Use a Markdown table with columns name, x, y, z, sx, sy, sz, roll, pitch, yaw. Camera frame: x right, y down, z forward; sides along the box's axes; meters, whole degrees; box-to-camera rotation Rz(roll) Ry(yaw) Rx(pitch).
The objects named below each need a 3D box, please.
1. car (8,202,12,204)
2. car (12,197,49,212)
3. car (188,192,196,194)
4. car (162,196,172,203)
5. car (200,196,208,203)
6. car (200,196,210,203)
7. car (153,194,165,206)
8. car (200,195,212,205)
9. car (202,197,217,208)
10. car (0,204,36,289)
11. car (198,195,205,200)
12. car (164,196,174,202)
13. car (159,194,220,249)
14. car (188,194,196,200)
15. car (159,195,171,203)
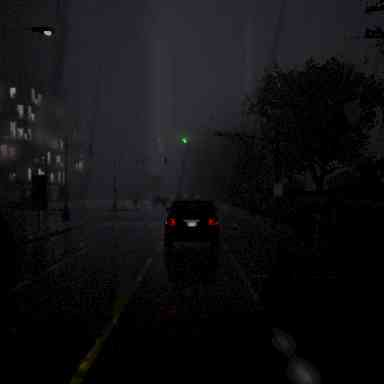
| name | x | y | z | sx | sy | sz | roll | pitch | yaw |
| --- | --- | --- | --- | --- | --- | --- | --- | --- | --- |
| car | -17.761 | 1.384 | 27.665 | 4.206 | 1.307 | 1.802 | 1 | -1 | 1 |
| car | -17.615 | 1.242 | 35.546 | 4.097 | 1.590 | 1.967 | 1 | -1 | 1 |
| car | 0.001 | 1.086 | 74.041 | 2.150 | 2.045 | 5.566 | 0 | 0 | 0 |
| car | -5.315 | 1.521 | 72.009 | 1.887 | 1.381 | 4.507 | 0 | 0 | 0 |
| car | 2.566 | 1.502 | 72.172 | 1.752 | 1.417 | 4.829 | 0 | 0 | 0 |
| car | 2.566 | 1.546 | 66.457 | 1.947 | 1.339 | 4.313 | 0 | 0 | 0 |
| car | -5.315 | 1.302 | 55.375 | 2.192 | 1.841 | 5.009 | 0 | 0 | 0 |
| car | 2.566 | 1.424 | 60.912 | 1.967 | 1.590 | 4.097 | 0 | 0 | 0 |
| car | 2.566 | 1.541 | 49.821 | 2.008 | 1.369 | 4.403 | 0 | 0 | 0 |
| car | -5.315 | 1.314 | 6.320 | 2.192 | 1.841 | 5.009 | 0 | 0 | 0 |
| car | 2.750 | 1.468 | 93.061 | 1.837 | 1.490 | 4.892 | 0 | 0 | 0 |
| car | -5.314 | 1.538 | 77.554 | 1.947 | 1.339 | 4.313 | 0 | 0 | 0 |
| car | 0.000 | 1.258 | 14.696 | 2.150 | 2.045 | 5.566 | 0 | 0 | 0 |
| car | 0.001 | 1.337 | 87.762 | 2.033 | 1.411 | 5.357 | 0 | 0 | 0 |
| car | -5.314 | 1.420 | 66.465 | 1.967 | 1.590 | 4.097 | 0 | 0 | 0 |
